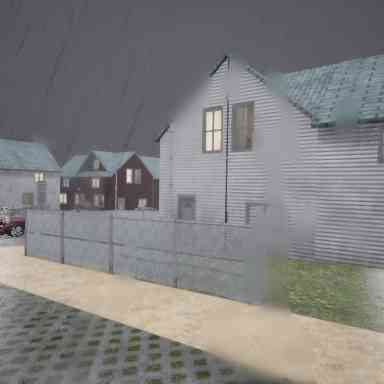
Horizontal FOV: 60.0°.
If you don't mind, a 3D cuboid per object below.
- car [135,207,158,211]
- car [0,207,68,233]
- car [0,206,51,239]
[{"bbox_3d":[-4.542,2.075,30.641,1.895,1.301,4.718,2,0,37],"label":"car"},{"bbox_3d":[-10.737,1.811,22.257,1.994,1.385,4.181,2,0,36],"label":"car"},{"bbox_3d":[-9.145,1.640,19.722,2.097,1.767,4.553,2,0,39],"label":"car"}]
